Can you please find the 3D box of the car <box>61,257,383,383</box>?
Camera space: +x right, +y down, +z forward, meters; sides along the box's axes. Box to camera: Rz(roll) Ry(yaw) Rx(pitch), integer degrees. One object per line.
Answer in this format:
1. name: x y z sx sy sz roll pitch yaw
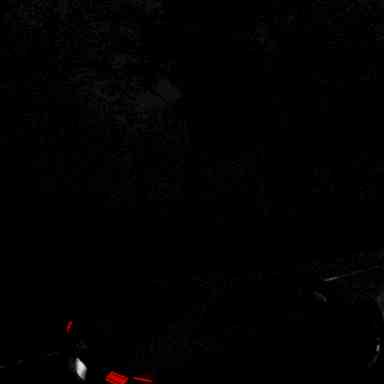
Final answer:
1. car: 0.619 1.563 4.187 4.181 1.385 1.994 0 0 -35
